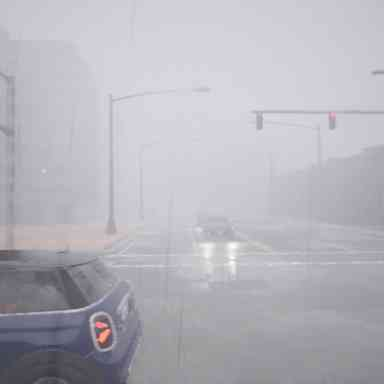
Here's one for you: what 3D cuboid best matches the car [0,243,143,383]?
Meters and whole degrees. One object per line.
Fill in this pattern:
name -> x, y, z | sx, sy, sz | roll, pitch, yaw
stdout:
car -> -2.966, 1.544, 4.139 | 4.553, 1.767, 2.097 | -1, -2, -1

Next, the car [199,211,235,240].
car -> 1.685, 2.286, 22.353 | 1.837, 1.490, 4.892 | -1, -2, -1

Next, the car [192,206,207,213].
car -> 1.196, 3.360, 51.231 | 2.033, 1.411, 5.357 | -1, -2, -1

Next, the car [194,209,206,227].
car -> 1.487, 2.725, 32.972 | 1.994, 1.385, 4.181 | -1, -2, -1
